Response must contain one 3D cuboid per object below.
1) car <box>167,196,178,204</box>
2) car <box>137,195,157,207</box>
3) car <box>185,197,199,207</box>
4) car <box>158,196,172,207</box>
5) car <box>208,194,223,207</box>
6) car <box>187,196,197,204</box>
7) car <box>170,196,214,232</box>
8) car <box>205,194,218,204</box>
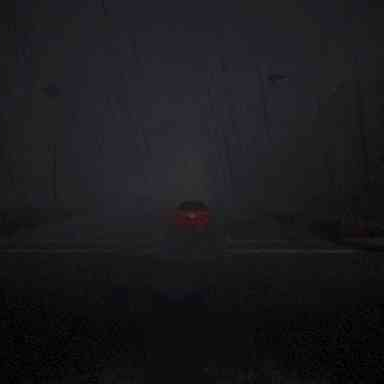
[{"bbox_3d":[-3.497,1.480,60.330,1.895,1.301,4.718,0,0,0],"label":"car"},{"bbox_3d":[-6.997,1.251,50.236,2.097,1.767,4.553,0,0,0],"label":"car"},{"bbox_3d":[0.003,1.500,50.329,1.895,1.301,4.718,0,0,0],"label":"car"},{"bbox_3d":[-3.497,1.378,49.883,1.882,1.535,5.008,0,0,0],"label":"car"},{"bbox_3d":[3.503,1.378,49.882,1.882,1.535,5.008,0,0,0],"label":"car"},{"bbox_3d":[0.003,1.480,60.330,1.895,1.301,4.718,0,0,0],"label":"car"},{"bbox_3d":[0.001,1.312,20.058,2.097,1.767,4.553,0,0,0],"label":"car"},{"bbox_3d":[3.503,1.231,60.269,2.097,1.767,4.553,0,0,0],"label":"car"}]
